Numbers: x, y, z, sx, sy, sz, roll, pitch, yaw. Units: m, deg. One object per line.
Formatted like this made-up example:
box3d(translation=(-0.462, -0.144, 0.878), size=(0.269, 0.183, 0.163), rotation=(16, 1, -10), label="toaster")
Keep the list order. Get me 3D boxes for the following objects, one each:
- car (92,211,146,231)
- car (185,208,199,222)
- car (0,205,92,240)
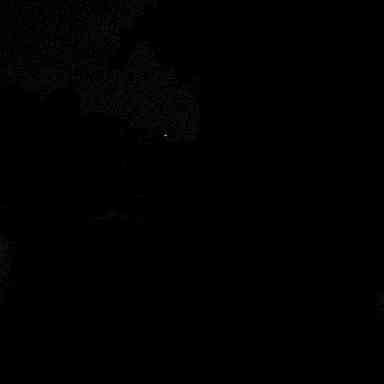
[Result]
box3d(translation=(-5.317, 1.957, 23.695), size=(1.752, 1.417, 4.829), rotation=(-1, -2, 36), label="car")
box3d(translation=(1.056, 2.198, 32.562), size=(1.947, 1.339, 4.313), rotation=(-1, -2, 36), label="car")
box3d(translation=(-8.652, 1.642, 19.060), size=(2.192, 1.841, 5.009), rotation=(-1, -2, 36), label="car")
